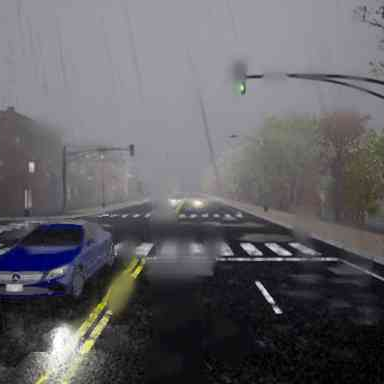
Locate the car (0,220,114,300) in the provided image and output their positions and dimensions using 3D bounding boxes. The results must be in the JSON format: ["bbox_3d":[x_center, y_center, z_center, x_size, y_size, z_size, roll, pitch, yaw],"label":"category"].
[{"bbox_3d":[-3.268,1.503,8.461,1.812,1.442,4.674,0,0,0],"label":"car"}]

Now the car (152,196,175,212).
[{"bbox_3d":[-3.372,1.435,37.666,2.033,1.411,5.357,0,0,0],"label":"car"}]

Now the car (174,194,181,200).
[{"bbox_3d":[-3.583,1.220,78.816,1.837,1.490,4.892,0,0,0],"label":"car"}]
